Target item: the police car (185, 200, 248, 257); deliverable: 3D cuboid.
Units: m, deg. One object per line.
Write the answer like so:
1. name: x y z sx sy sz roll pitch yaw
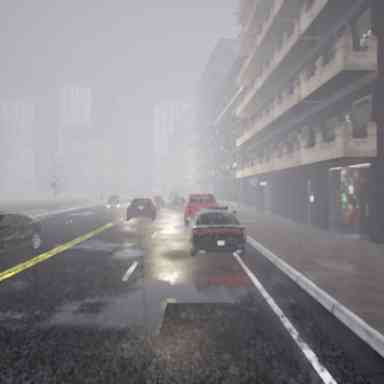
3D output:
1. police car: 0.833 1.337 12.777 1.930 1.638 5.238 0 0 -1

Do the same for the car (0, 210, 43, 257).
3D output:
1. car: -6.729 1.409 11.010 1.882 1.535 5.008 0 0 -1

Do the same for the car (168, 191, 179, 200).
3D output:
1. car: -3.891 0.722 71.047 2.150 2.045 5.566 0 0 -7

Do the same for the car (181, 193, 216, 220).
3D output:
1. car: 0.547 1.070 22.778 2.150 2.045 5.566 0 0 -2

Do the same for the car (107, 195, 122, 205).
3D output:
1. car: -11.942 1.177 51.570 1.837 1.490 4.892 0 0 -4

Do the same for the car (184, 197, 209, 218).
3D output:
1. car: 0.296 1.260 28.988 1.801 1.575 5.366 0 0 -3

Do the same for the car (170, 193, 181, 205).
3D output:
1. car: -1.931 1.236 50.168 1.994 1.385 4.181 0 0 -4

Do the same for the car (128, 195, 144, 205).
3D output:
1. car: -8.695 1.215 51.892 2.033 1.411 5.357 0 0 -4

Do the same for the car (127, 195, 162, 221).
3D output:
1. car: -3.713 1.182 25.763 2.097 1.767 4.553 0 0 -2

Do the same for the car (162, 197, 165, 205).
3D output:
1. car: -5.103 1.204 49.657 1.812 1.442 4.674 0 0 -4
